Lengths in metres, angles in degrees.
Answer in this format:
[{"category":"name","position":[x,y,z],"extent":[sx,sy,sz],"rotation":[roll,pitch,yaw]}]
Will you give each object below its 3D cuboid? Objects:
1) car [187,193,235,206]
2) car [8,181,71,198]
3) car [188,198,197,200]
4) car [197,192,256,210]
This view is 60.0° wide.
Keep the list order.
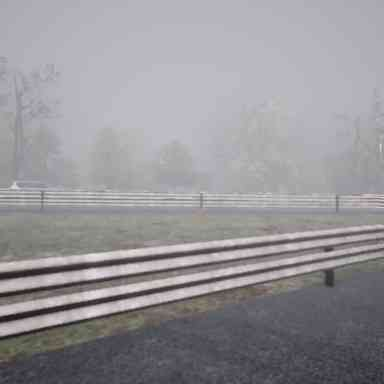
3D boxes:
[{"category":"car","position":[1.991,0.757,35.465],"extent":[4.718,1.301,1.895],"rotation":[1,0,-10]},{"category":"car","position":[-14.843,-0.002,32.549],"extent":[5.566,2.045,2.150],"rotation":[1,0,-10]},{"category":"car","position":[2.530,0.722,32.002],"extent":[5.357,1.411,2.033],"rotation":[1,0,-10]},{"category":"car","position":[3.173,0.795,28.566],"extent":[4.718,1.301,1.895],"rotation":[1,0,-10]}]
